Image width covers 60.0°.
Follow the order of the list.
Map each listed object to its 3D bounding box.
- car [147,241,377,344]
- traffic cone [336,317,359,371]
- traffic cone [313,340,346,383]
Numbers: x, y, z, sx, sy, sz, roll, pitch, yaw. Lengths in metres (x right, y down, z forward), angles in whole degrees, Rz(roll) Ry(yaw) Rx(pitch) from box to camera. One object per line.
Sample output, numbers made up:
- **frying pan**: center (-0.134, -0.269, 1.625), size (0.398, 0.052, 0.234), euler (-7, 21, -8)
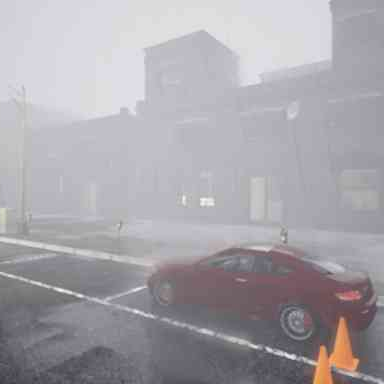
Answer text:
- **car**: center (1.056, 1.588, 6.227), size (4.206, 1.307, 1.802), euler (0, 0, 35)
- **traffic cone**: center (1.986, 1.958, 4.392), size (0.340, 0.580, 0.340), euler (0, 0, 35)
- **traffic cone**: center (1.409, 1.958, 3.575), size (0.340, 0.580, 0.340), euler (0, 0, 35)
